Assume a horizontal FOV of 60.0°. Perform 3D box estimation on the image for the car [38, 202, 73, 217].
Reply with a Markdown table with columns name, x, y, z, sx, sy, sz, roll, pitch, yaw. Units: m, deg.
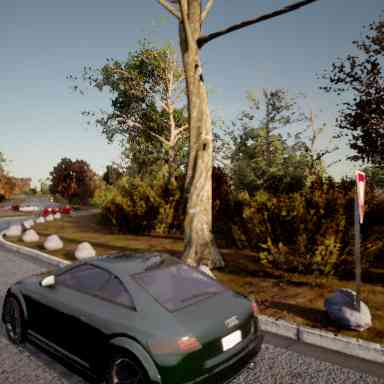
| name | x | y | z | sx | sy | sz | roll | pitch | yaw |
| --- | --- | --- | --- | --- | --- | --- | --- | --- | --- |
| car | -16.699 | 2.205 | 41.665 | 2.097 | 1.767 | 4.553 | -1 | -1 | 6 |

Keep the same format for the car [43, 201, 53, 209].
| name | x | y | z | sx | sy | sz | roll | pitch | yaw |
| --- | --- | --- | --- | --- | --- | --- | --- | --- | --- |
| car | -28.665 | 2.646 | 66.239 | 1.812 | 1.442 | 4.674 | 0 | 0 | -24 |

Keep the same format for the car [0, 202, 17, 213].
| name | x | y | z | sx | sy | sz | roll | pitch | yaw |
| --- | --- | --- | --- | --- | --- | --- | --- | --- | --- |
| car | -28.090 | 2.326 | 51.063 | 2.097 | 1.767 | 4.553 | -1 | -1 | -7 |

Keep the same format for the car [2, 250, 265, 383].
| name | x | y | z | sx | sy | sz | roll | pitch | yaw |
| --- | --- | --- | --- | --- | --- | --- | --- | --- | --- |
| car | -1.088 | 1.583 | 4.897 | 4.181 | 1.385 | 1.994 | -1 | 0 | 41 |

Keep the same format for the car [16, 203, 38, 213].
| name | x | y | z | sx | sy | sz | roll | pitch | yaw |
| --- | --- | --- | --- | --- | --- | --- | --- | --- | --- |
| car | -24.776 | 2.544 | 51.185 | 1.895 | 1.301 | 4.718 | 0 | -1 | -6 |
